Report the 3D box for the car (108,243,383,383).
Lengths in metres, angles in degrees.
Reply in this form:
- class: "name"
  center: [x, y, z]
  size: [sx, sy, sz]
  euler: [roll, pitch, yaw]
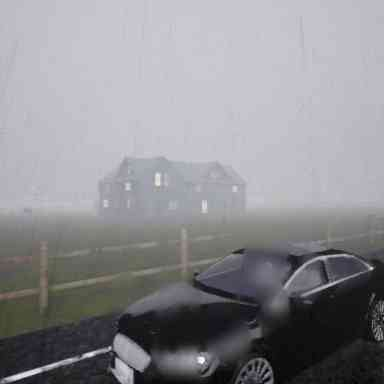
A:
- class: "car"
  center: [1.229, 1.591, 4.942]
  size: [4.902, 1.511, 2.128]
  euler: [0, -2, -38]
